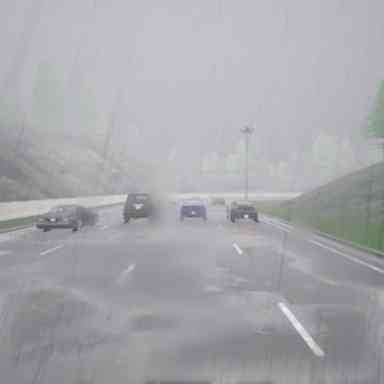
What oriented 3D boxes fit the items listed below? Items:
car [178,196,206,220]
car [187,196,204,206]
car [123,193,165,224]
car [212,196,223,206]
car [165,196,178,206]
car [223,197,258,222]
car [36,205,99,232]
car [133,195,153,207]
[{"bbox_3d":[0.101,1.312,25.999,1.882,1.535,5.008,0,0,0],"label":"car"},{"bbox_3d":[0.617,1.285,49.655,1.895,1.301,4.718,0,0,8],"label":"car"},{"bbox_3d":[-3.399,1.071,23.659,2.150,2.045,5.566,0,0,0],"label":"car"},{"bbox_3d":[3.978,1.292,48.667,1.895,1.301,4.718,0,0,8],"label":"car"},{"bbox_3d":[-3.070,1.291,48.776,1.895,1.301,4.718,0,0,7],"label":"car"},{"bbox_3d":[3.601,1.349,24.472,1.837,1.490,4.892,0,0,0],"label":"car"},{"bbox_3d":[-6.899,1.426,18.994,2.033,1.411,5.357,0,0,0],"label":"car"},{"bbox_3d":[-6.843,1.227,46.965,1.812,1.442,4.674,0,1,4],"label":"car"}]
